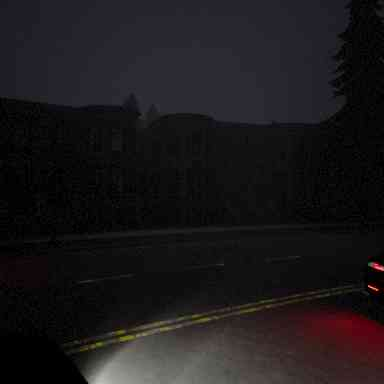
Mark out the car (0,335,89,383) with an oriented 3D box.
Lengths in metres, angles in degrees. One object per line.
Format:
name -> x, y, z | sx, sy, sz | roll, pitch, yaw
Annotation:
car -> -3.091, 1.548, 1.378 | 5.357, 1.411, 2.033 | 0, 0, -37

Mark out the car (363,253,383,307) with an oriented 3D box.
car -> 5.450, 1.491, 6.209 | 4.902, 1.511, 2.128 | 0, 0, -24
